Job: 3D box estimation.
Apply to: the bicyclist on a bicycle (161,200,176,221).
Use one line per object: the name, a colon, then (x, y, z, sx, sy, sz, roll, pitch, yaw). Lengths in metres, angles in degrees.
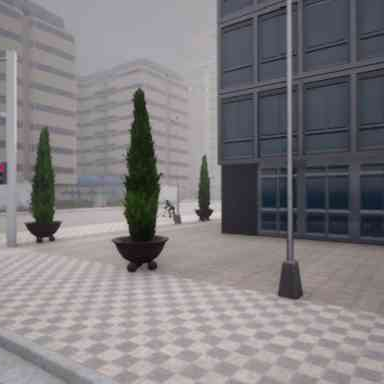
bicyclist on a bicycle: (-1.791, 1.424, 25.712, 1.656, 1.620, 0.582, -1, 0, 35)
